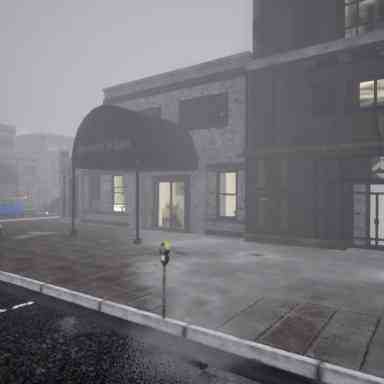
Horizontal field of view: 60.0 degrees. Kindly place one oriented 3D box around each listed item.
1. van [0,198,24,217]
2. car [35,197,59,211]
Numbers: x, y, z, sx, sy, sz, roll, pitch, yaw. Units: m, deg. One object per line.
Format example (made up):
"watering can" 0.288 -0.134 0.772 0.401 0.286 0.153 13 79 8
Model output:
"van" -17.327 1.415 29.849 1.690 1.788 3.998 0 0 35
"car" -16.438 1.413 41.223 2.097 1.767 4.553 0 0 35
